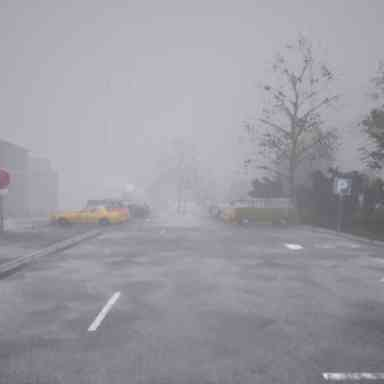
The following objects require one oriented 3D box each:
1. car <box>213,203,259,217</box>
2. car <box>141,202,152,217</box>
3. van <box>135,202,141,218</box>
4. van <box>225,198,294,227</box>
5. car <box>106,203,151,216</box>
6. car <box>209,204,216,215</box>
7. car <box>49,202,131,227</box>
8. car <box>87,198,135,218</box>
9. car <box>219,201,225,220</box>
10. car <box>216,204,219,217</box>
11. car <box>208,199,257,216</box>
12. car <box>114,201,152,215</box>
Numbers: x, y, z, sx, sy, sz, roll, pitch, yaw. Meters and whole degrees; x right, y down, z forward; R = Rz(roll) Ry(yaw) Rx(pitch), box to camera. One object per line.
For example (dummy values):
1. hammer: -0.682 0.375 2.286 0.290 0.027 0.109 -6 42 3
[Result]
1. car: 4.853 2.017 37.623 4.892 1.521 2.231 0 -2 -1
2. car: -7.367 1.728 36.385 5.566 2.045 2.435 0 -2 0
3. van: -7.235 1.589 30.195 4.442 1.987 1.878 0 -1 0
4. van: 4.840 1.448 23.667 4.442 1.987 1.878 0 -1 0
5. car: -7.422 2.073 39.293 5.008 1.535 2.097 0 -2 -1
6. car: 4.861 1.679 34.839 5.566 2.045 2.435 0 -2 -1
7. car: -7.499 1.684 24.235 5.366 1.575 1.946 0 -1 0
8. car: -7.301 1.618 27.156 4.553 1.767 2.185 0 -1 0
9. car: 5.126 1.724 26.458 5.366 1.575 1.946 0 -1 0
10. car: 5.110 1.782 29.118 5.366 1.575 1.946 0 -1 0
11. car: 4.802 1.851 40.298 5.566 2.045 2.435 0 -2 -1
12. car: -7.429 2.045 42.331 4.553 1.767 2.185 0 -2 -1
